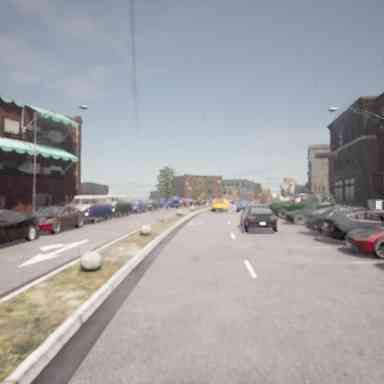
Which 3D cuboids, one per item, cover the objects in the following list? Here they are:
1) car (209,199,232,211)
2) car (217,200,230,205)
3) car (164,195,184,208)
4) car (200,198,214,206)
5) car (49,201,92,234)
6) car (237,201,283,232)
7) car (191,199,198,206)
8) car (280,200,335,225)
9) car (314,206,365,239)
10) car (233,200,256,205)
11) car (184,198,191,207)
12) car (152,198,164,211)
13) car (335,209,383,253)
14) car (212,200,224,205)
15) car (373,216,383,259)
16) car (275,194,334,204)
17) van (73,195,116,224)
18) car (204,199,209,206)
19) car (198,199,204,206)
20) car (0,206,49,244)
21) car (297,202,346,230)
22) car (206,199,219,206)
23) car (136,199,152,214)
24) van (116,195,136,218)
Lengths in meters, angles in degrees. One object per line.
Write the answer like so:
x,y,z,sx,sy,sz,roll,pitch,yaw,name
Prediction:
3.591,1.577,41.737,1.882,1.535,5.008,0,-1,9,car
9.006,2.971,95.107,2.231,1.521,4.892,-1,-2,22,car
-3.443,1.504,52.425,2.435,2.045,5.566,0,-1,12,car
3.505,2.370,79.437,2.185,1.767,4.553,0,-2,18,car
-8.034,1.527,19.500,2.163,1.488,4.792,0,0,5,car
3.994,1.528,20.240,1.812,1.442,4.674,0,0,4,car
-0.987,2.019,63.390,2.231,1.521,4.892,0,-2,14,car
8.861,1.498,22.999,4.792,1.488,2.163,0,0,6,car
8.293,1.520,14.697,4.792,1.488,2.163,0,0,4,car
6.412,1.628,40.524,2.033,1.411,5.357,0,-1,9,car
-2.267,1.750,57.906,2.185,1.767,4.553,0,-1,13,car
-5.381,1.625,41.547,2.002,1.452,4.674,0,-1,9,car
8.086,1.524,11.976,4.792,1.488,2.163,0,0,3,car
7.058,2.850,89.914,2.002,1.452,4.674,-1,-2,20,car
7.996,1.536,9.246,4.674,1.452,2.002,0,0,3,car
9.424,1.217,28.436,5.566,2.045,2.435,0,0,7,car
-7.545,1.266,24.938,1.878,1.987,4.442,0,0,6,van
1.854,2.361,73.950,2.163,1.488,4.792,0,-2,17,car
0.364,2.213,68.637,2.002,1.452,4.674,0,-2,16,car
-8.403,1.501,14.019,2.097,1.535,5.008,0,0,4,car
8.434,1.486,17.426,4.892,1.521,2.231,0,0,4,car
5.222,2.653,84.682,2.097,1.535,5.008,-1,-2,19,car
-6.198,1.572,36.065,2.002,1.452,4.674,0,-1,8,car
-6.950,1.275,30.445,1.878,1.987,4.442,0,0,8,van
